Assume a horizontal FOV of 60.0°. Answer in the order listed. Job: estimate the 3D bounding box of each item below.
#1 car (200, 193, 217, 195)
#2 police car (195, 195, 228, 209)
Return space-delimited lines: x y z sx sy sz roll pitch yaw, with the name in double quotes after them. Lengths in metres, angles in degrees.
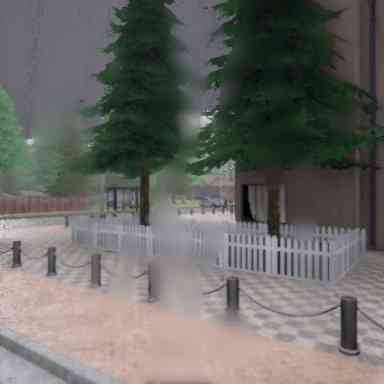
4.746 1.171 83.833 1.932 1.855 4.605 0 0 36 "car"
2.892 1.503 45.815 2.038 1.542 4.974 0 0 37 "police car"
